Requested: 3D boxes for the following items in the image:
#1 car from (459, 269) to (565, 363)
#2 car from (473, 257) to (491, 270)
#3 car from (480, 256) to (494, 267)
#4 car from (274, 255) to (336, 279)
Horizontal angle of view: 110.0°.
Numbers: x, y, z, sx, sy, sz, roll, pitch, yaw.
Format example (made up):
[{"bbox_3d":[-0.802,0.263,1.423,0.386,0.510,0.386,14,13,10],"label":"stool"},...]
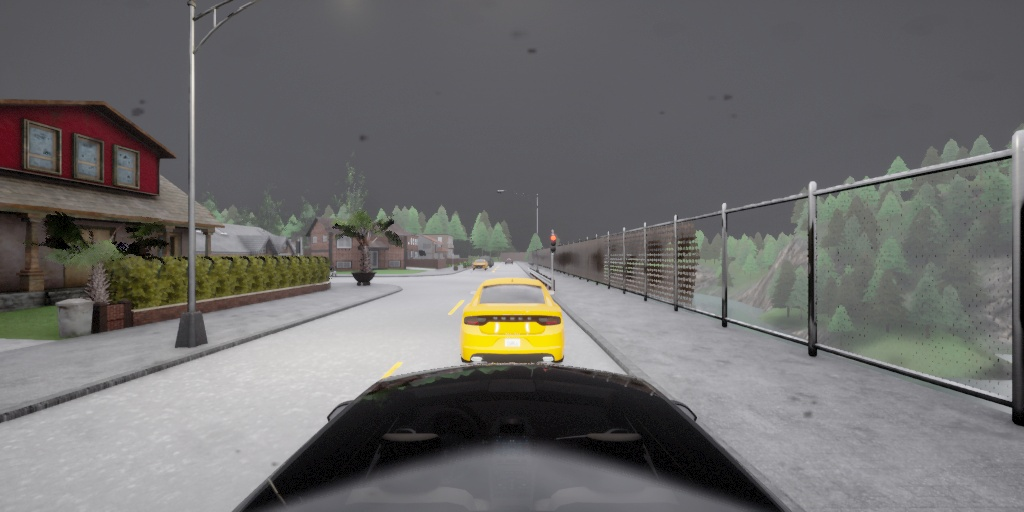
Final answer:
[{"bbox_3d":[0.005,1.228,8.183,1.882,1.535,5.008,0,0,0],"label":"car"},{"bbox_3d":[-4.523,1.227,51.442,1.882,1.535,5.008,0,0,0],"label":"car"},{"bbox_3d":[-4.589,0.971,61.386,2.150,2.045,5.566,0,0,0],"label":"car"},{"bbox_3d":[-16.582,0.972,27.564,5.566,2.045,2.150,0,0,0],"label":"car"}]
